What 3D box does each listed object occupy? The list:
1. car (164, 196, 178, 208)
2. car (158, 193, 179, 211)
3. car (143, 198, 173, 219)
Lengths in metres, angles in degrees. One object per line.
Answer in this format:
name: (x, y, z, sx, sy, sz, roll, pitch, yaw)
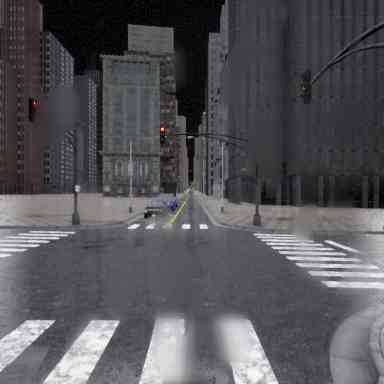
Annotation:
car: (-3.107, 1.479, 50.531, 1.882, 1.535, 5.008, 0, 0, 0)
car: (-3.113, 1.222, 40.084, 2.150, 2.045, 5.566, 0, 0, 0)
car: (-3.112, 1.548, 29.833, 2.033, 1.411, 5.357, 0, 0, 0)
